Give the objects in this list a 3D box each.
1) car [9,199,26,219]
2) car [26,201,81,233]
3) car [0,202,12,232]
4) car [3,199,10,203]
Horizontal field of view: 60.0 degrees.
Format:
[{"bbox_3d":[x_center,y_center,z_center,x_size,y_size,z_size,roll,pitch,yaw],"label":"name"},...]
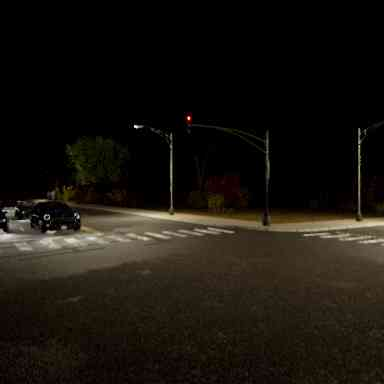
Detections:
[{"bbox_3d":[-14.414,1.549,29.221,2.033,1.411,5.357,0,0,-33],"label":"car"},{"bbox_3d":[-8.240,1.354,19.906,2.097,1.767,4.553,0,0,-35],"label":"car"},{"bbox_3d":[-11.959,1.533,19.540,1.812,1.442,4.674,0,0,-33],"label":"car"},{"bbox_3d":[-24.031,1.599,43.971,1.895,1.301,4.718,0,0,-33],"label":"car"}]
